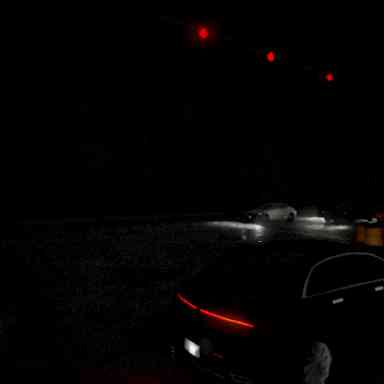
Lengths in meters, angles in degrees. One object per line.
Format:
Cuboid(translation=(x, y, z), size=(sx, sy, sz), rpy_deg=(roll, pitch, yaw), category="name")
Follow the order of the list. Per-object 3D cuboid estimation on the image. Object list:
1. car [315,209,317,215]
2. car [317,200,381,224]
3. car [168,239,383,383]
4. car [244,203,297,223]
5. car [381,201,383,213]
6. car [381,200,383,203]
Cuboid(translation=(13.250, 1.594, 30.608), size=(4.181, 1.385, 1.994), rpy_deg=(0, 0, -35), category="car")
Cuboid(translation=(12.131, 1.503, 25.527), size=(5.008, 1.535, 1.882), rpy_deg=(0, 0, -35), category="car")
Cuboid(translation=(1.971, 1.509, 5.152), size=(4.892, 1.490, 1.837), rpy_deg=(0, 0, -36), category="car")
Cuboid(translation=(6.115, 1.546, 25.542), size=(4.674, 1.442, 1.812), rpy_deg=(0, 0, -36), category="car")
Cuboid(translation=(20.146, 1.637, 31.186), size=(4.718, 1.301, 1.895), rpy_deg=(0, 0, -35), category="car")
Cuboid(translation=(20.825, 1.587, 35.934), size=(5.357, 1.411, 2.033), rpy_deg=(0, 0, -35), category="car")
